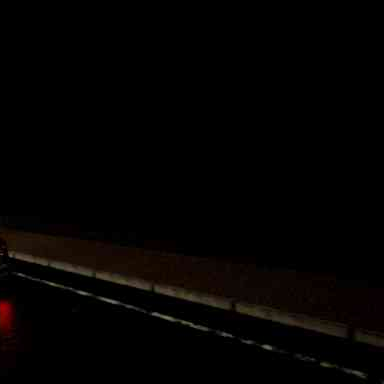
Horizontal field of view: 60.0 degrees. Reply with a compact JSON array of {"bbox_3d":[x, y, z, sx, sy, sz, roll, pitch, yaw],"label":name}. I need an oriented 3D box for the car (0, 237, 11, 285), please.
[{"bbox_3d":[-6.213,1.362,7.992,4.856,1.649,2.033,1,0,35],"label":"car"}]
